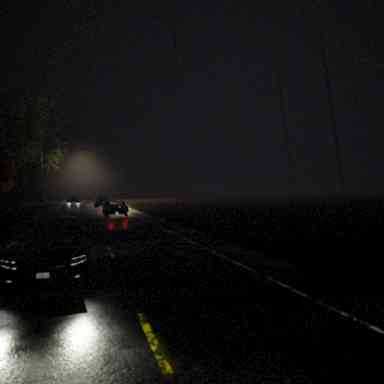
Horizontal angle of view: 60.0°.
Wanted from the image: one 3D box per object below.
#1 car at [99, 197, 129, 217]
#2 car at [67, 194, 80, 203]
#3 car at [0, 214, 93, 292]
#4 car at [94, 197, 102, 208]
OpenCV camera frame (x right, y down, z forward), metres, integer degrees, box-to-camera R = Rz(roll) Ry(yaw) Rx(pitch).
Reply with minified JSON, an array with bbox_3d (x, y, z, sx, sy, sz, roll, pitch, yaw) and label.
[{"bbox_3d":[-6.828,1.409,29.263,1.895,1.301,4.718,0,0,-19],"label":"car"},{"bbox_3d":[-20.785,1.170,58.492,1.812,1.442,4.674,0,0,-19],"label":"car"},{"bbox_3d":[-3.834,1.417,9.155,1.882,1.535,5.008,0,0,-19],"label":"car"},{"bbox_3d":[-11.666,1.288,43.307,1.994,1.385,4.181,0,0,-19],"label":"car"}]
